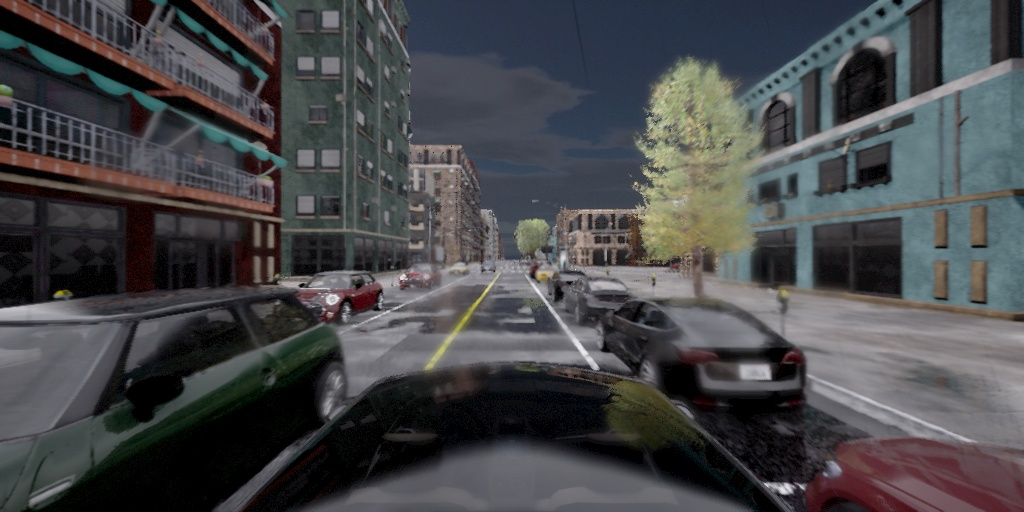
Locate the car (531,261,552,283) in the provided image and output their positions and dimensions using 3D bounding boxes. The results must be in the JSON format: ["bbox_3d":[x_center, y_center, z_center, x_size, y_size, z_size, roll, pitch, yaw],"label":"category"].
[{"bbox_3d":[2.696,1.340,28.369,1.751,1.417,4.829,0,0,0],"label":"car"}]

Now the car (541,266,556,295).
[{"bbox_3d":[2.694,1.353,17.120,1.948,1.339,4.313,0,0,0],"label":"car"}]

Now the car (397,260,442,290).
[{"bbox_3d":[-5.685,1.240,22.662,1.967,1.591,4.097,0,0,0],"label":"car"}]

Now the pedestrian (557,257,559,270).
[{"bbox_3d":[6.144,1.006,48.286,0.375,1.860,0.375,0,0,0],"label":"pedestrian"}]

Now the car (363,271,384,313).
[{"bbox_3d":[-5.688,1.213,11.583,1.967,1.591,4.097,0,0,0],"label":"car"}]

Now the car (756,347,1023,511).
[{"bbox_3d":[2.691,1.330,0.503,1.802,1.307,4.207,0,0,0],"label":"car"}]

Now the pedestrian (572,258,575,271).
[{"bbox_3d":[8.145,1.112,47.685,0.375,1.860,0.375,0,0,0],"label":"pedestrian"}]

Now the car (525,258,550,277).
[{"bbox_3d":[2.697,1.143,33.739,2.192,1.841,5.009,0,0,0],"label":"car"}]

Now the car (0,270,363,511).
[{"bbox_3d":[-3.099,1.104,2.569,2.097,1.767,4.553,0,0,0],"label":"car"}]

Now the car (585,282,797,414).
[{"bbox_3d":[2.692,1.325,6.043,1.948,1.339,4.313,0,0,0],"label":"car"}]

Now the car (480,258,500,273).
[{"bbox_3d":[-2.991,1.363,45.964,2.128,1.511,4.902,0,0,0],"label":"car"}]

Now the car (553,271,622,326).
[{"bbox_3d":[2.693,1.324,11.580,2.007,1.370,4.403,0,0,0],"label":"car"}]

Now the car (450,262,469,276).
[{"bbox_3d":[-5.683,1.367,39.111,1.751,1.417,4.829,0,0,0],"label":"car"}]

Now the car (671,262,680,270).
[{"bbox_3d":[26.158,1.548,53.761,4.507,1.381,1.888,0,0,0],"label":"car"}]

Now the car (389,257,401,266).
[{"bbox_3d":[-17.265,1.140,53.514,5.009,1.841,2.192,0,0,0],"label":"car"}]
